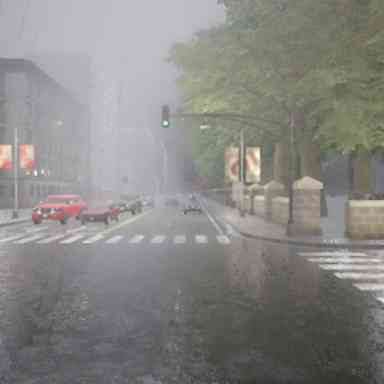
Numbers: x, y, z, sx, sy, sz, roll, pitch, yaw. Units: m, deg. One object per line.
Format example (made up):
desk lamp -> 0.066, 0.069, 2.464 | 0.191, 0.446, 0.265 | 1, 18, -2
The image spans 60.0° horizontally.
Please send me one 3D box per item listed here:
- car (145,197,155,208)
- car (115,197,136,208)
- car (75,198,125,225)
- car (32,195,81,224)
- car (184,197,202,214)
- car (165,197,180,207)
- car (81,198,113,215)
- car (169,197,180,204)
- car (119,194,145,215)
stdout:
car -> -6.544, 1.503, 48.741 | 2.128, 1.511, 4.902 | 0, 0, 0
car -> -9.793, 1.559, 49.654 | 2.033, 1.411, 5.357 | 0, 0, 0
car -> -6.586, 1.488, 24.404 | 1.882, 1.535, 5.008 | 0, 0, 0
car -> -9.848, 1.232, 24.902 | 2.150, 2.045, 5.566 | 0, 0, -1
car -> 0.100, 1.558, 36.149 | 2.033, 1.411, 5.357 | 0, 0, 0
car -> -3.250, 1.503, 52.751 | 2.128, 1.511, 4.902 | 0, 0, 0
car -> -9.828, 1.489, 34.717 | 1.882, 1.535, 5.008 | 0, 0, 0
car -> -3.250, 1.610, 63.196 | 1.895, 1.301, 4.718 | 0, 0, 0
car -> -6.575, 1.233, 34.346 | 2.150, 2.045, 5.566 | 0, 0, 1
